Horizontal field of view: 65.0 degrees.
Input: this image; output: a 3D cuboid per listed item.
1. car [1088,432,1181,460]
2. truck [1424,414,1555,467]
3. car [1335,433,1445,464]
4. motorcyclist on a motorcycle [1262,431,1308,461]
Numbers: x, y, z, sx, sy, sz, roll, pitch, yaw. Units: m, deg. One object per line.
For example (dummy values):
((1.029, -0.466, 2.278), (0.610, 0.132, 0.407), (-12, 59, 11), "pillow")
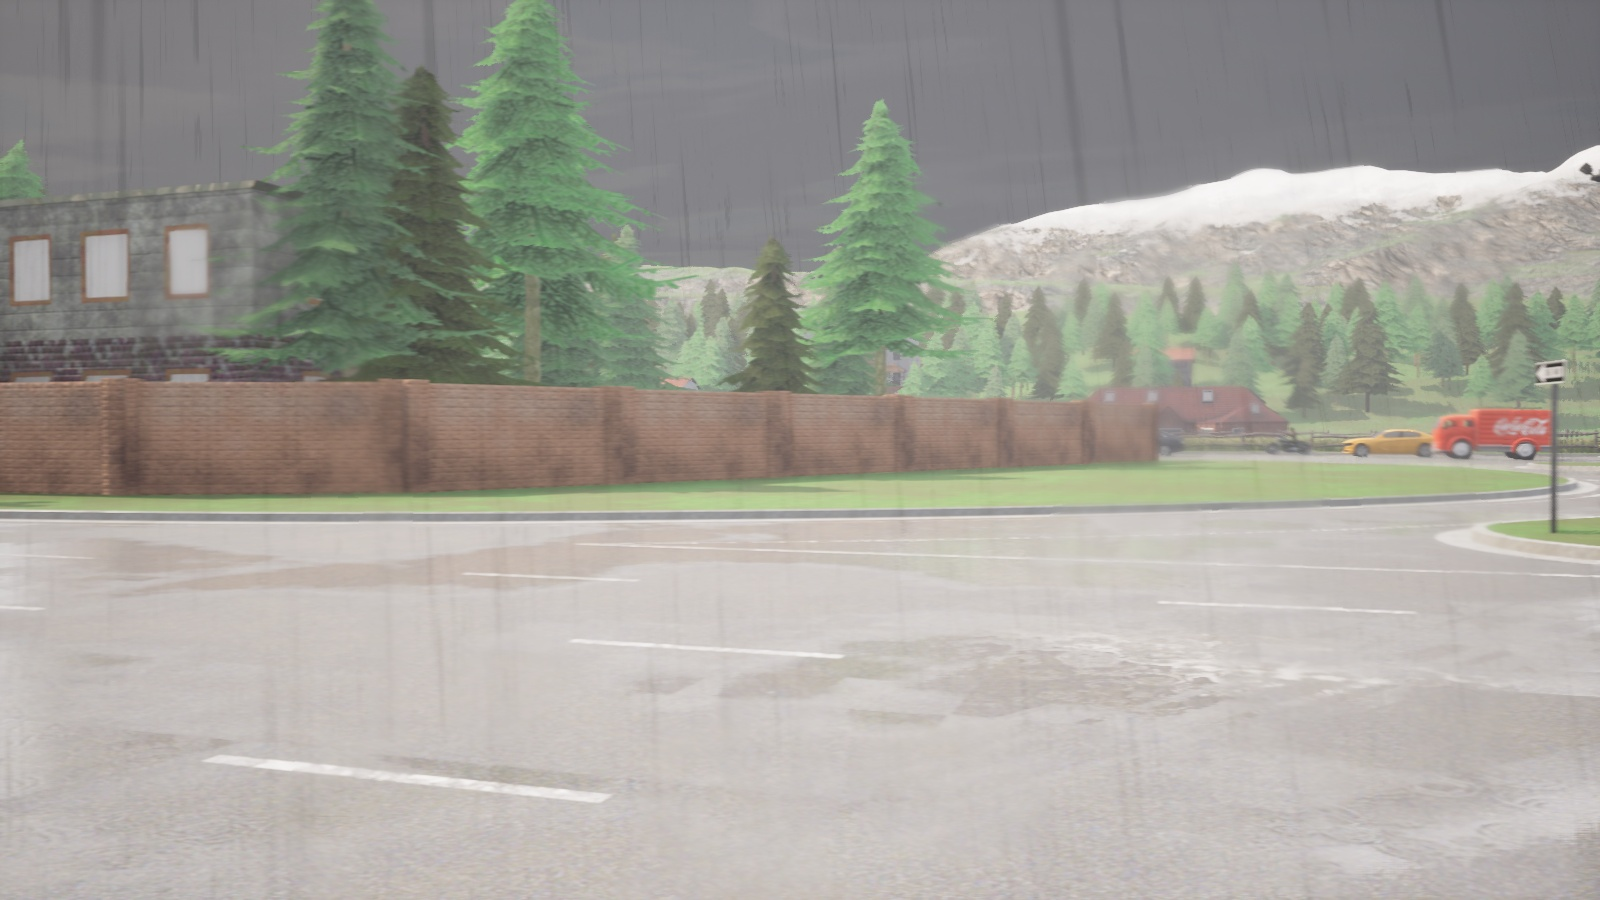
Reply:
((18.766, -0.239, 70.381), (4.892, 1.490, 1.837), (1, 1, 19), "car")
((33.716, -0.486, 61.603), (5.204, 2.467, 2.627), (1, 1, 19), "truck")
((31.038, -0.117, 66.214), (5.008, 1.535, 1.882), (1, 1, 19), "car")
((27.450, -0.251, 71.128), (2.350, 1.649, 0.766), (1, 1, 19), "motorcyclist on a motorcycle")
